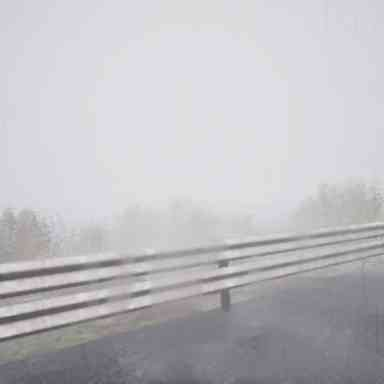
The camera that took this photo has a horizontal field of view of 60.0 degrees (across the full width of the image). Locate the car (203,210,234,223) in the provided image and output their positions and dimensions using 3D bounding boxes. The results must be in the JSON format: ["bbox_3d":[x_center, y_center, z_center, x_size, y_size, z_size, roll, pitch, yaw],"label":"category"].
[{"bbox_3d":[4.589,4.178,57.223,5.008,1.535,1.882,-4,3,-21],"label":"car"}]

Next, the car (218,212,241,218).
[{"bbox_3d":[5.903,4.267,53.980,4.902,1.511,2.128,-4,3,-21],"label":"car"}]
